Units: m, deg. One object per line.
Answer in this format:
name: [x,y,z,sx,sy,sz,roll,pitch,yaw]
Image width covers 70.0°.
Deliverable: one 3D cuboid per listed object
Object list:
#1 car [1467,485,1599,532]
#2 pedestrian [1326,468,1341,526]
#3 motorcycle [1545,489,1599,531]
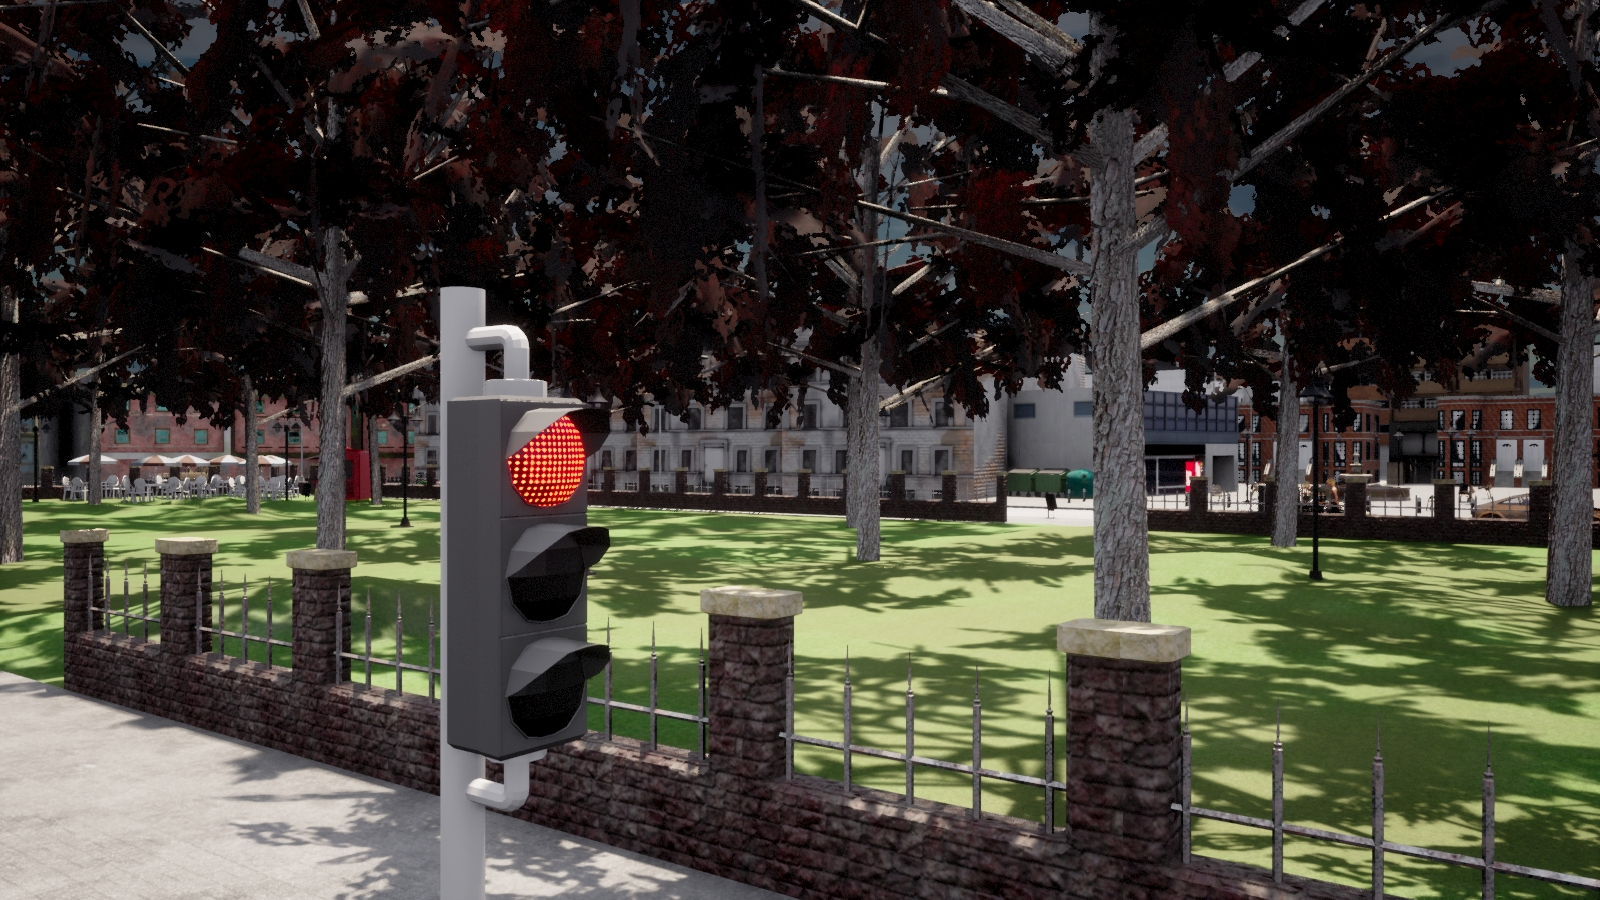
car: [24.491,1.899,37.604,4.181,1.385,1.994,0,0,37]
pedestrian: [17.252,1.523,36.924,0.375,1.860,0.375,0,0,36]
motorcycle: [25.489,1.950,36.881,2.356,1.277,0.764,0,0,36]
